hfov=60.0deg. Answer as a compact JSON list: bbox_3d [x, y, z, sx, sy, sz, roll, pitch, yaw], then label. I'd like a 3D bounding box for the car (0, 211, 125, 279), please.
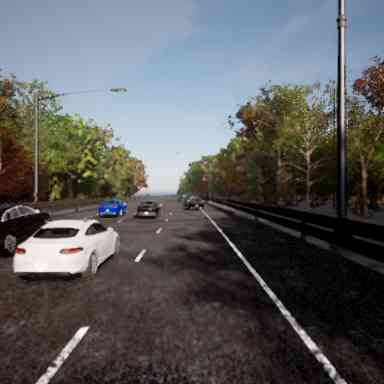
[{"bbox_3d":[-3.445,1.507,9.854,1.812,1.442,4.674,0,0,0],"label":"car"}]

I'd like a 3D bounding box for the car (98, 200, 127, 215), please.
[{"bbox_3d":[-7.237,1.438,30.807,1.882,1.535,5.008,0,0,-1],"label":"car"}]

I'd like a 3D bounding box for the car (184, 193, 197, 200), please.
[{"bbox_3d":[0.160,1.424,51.520,1.801,1.575,5.366,0,0,-2],"label":"car"}]

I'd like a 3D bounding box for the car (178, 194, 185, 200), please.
[{"bbox_3d":[-2.925,1.405,94.356,1.812,1.442,4.674,0,0,-4],"label":"car"}]

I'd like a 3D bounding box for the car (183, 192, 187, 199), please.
[{"bbox_3d":[-0.052,1.202,57.395,2.150,2.045,5.566,0,0,-2],"label":"car"}]

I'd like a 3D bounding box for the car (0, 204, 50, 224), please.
[{"bbox_3d":[-6.978,1.225,12.450,2.128,1.511,4.902,-5,6,0],"label":"car"}]

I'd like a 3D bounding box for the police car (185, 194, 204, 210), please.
[{"bbox_3d":[0.472,1.385,41.379,1.930,1.638,5.238,0,0,-2],"label":"police car"}]

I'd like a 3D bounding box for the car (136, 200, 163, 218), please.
[{"bbox_3d":[-3.702,1.465,29.190,1.837,1.490,4.892,0,0,-1],"label":"car"}]

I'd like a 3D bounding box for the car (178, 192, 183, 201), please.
[{"bbox_3d":[-1.902,1.088,76.072,2.150,2.045,5.566,0,0,-3],"label":"car"}]
